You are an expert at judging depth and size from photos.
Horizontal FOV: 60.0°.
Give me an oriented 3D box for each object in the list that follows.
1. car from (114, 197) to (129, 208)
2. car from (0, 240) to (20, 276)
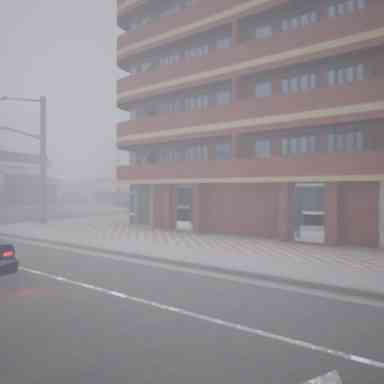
[{"bbox_3d":[-7.986,1.304,42.976,1.812,1.442,4.674,0,0,35],"label":"car"},{"bbox_3d":[-6.628,1.481,8.693,5.357,1.411,2.033,0,0,36],"label":"car"}]
